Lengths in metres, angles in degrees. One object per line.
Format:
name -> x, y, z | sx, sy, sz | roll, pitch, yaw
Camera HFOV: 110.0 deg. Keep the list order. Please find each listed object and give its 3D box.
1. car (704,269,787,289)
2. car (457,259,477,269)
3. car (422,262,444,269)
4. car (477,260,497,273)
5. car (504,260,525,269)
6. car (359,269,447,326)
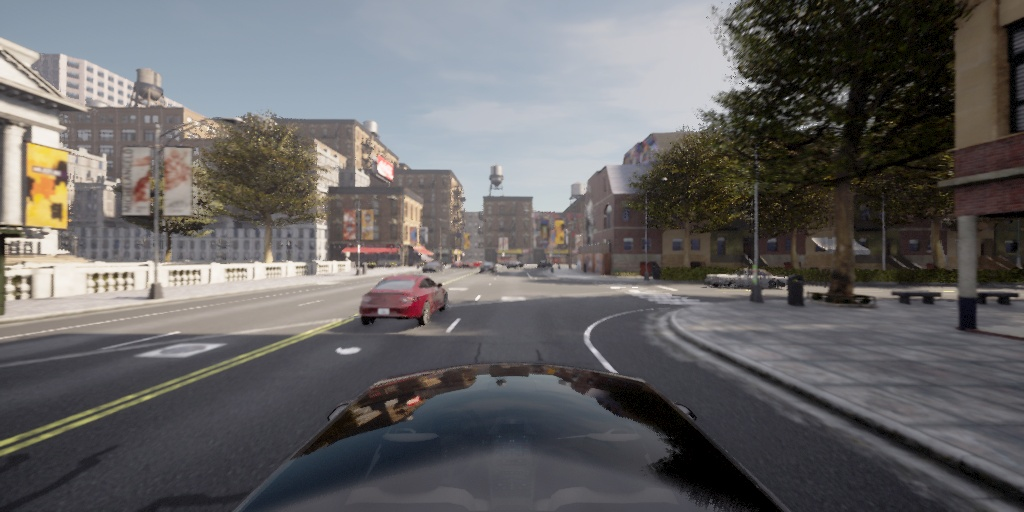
car -> 15.813, 1.543, 24.372 | 4.718, 1.301, 1.895 | 0, 0, 0
car -> -7.323, 1.379, 63.650 | 2.097, 1.767, 4.553 | 0, 0, 18
car -> -10.263, 1.475, 46.825 | 2.033, 1.411, 5.357 | 0, 0, 2
car -> -3.064, 1.489, 46.889 | 1.812, 1.442, 4.674 | 0, 0, 2
car -> 0.783, 1.673, 64.776 | 1.895, 1.301, 4.718 | 0, 0, 23
car -> -3.367, 1.309, 11.757 | 1.812, 1.442, 4.674 | 0, 0, 0
